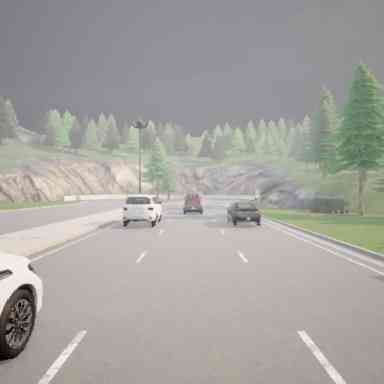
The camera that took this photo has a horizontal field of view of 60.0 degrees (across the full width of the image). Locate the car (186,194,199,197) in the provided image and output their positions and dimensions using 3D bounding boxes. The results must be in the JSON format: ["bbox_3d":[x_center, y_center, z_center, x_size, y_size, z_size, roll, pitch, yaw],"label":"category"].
[{"bbox_3d":[0.092,1.221,44.451,2.150,2.045,5.566,0,0,0],"label":"car"}]

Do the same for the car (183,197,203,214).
[{"bbox_3d":[0.099,1.564,35.031,1.994,1.385,4.181,0,0,0],"label":"car"}]

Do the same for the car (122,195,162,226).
[{"bbox_3d":[-3.400,1.222,23.411,2.150,2.045,5.566,0,0,0],"label":"car"}]

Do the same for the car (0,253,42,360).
[{"bbox_3d":[-3.400,1.219,2.799,2.150,2.045,5.566,0,0,0],"label":"car"}]

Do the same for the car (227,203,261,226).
[{"bbox_3d":[3.600,1.492,23.586,2.128,1.511,4.902,0,0,0],"label":"car"}]
